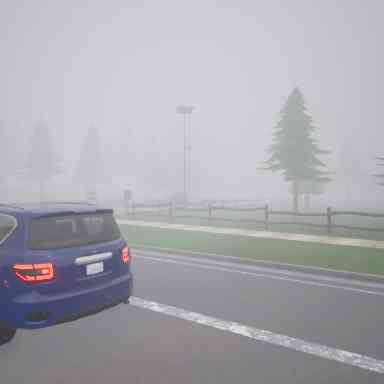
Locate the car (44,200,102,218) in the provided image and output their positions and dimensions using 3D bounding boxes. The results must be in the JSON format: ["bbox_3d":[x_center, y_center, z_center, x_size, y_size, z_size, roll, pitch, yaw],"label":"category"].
[{"bbox_3d":[-10.967,1.505,30.916,1.837,1.490,4.892,0,0,35],"label":"car"}]

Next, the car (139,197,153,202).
[{"bbox_3d":[-6.225,1.477,49.903,1.882,1.535,5.008,0,0,35],"label":"car"}]

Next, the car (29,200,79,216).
[{"bbox_3d":[-13.684,1.564,33.136,1.994,1.385,4.181,0,0,35],"label":"car"}]

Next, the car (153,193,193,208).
[{"bbox_3d":[-2.690,1.221,48.852,2.150,2.045,5.566,0,0,35],"label":"car"}]

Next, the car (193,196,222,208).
[{"bbox_3d":[1.798,1.547,49.160,2.033,1.411,5.357,0,0,35],"label":"car"}]

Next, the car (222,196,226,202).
[{"bbox_3d":[6.164,1.547,67.443,2.033,1.411,5.357,0,0,35],"label":"car"}]

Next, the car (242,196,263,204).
[{"bbox_3d":[11.915,1.482,63.453,1.882,1.535,5.008,0,0,35],"label":"car"}]

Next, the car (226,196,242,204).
[{"bbox_3d":[9.025,1.536,65.428,1.812,1.442,4.674,0,0,35],"label":"car"}]

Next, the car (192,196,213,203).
[{"bbox_3d":[2.199,1.601,67.915,1.895,1.301,4.718,0,0,35],"label":"car"}]

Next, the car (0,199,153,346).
[{"bbox_3d":[-3.598,1.221,6.501,5.566,2.045,2.150,0,0,36],"label":"car"}]

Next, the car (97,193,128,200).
[{"bbox_3d":[-11.418,1.352,48.588,2.097,1.767,4.553,0,0,35],"label":"car"}]
